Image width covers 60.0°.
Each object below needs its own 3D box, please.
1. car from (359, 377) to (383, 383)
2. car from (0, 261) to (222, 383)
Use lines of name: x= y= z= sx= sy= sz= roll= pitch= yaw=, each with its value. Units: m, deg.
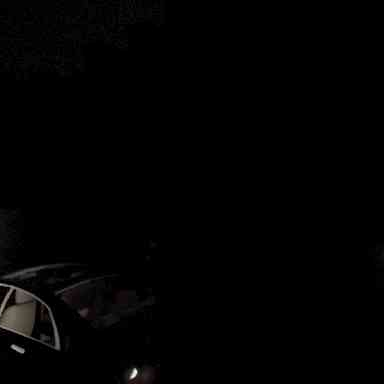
car: x=2.667 y=1.548 z=0.922 sx=4.507 sy=1.381 sz=1.887 roll=0 pitch=1 yaw=35
car: x=-1.762 y=1.545 z=4.022 sx=4.403 sy=1.369 sz=2.008 roll=0 pitch=1 yaw=35
